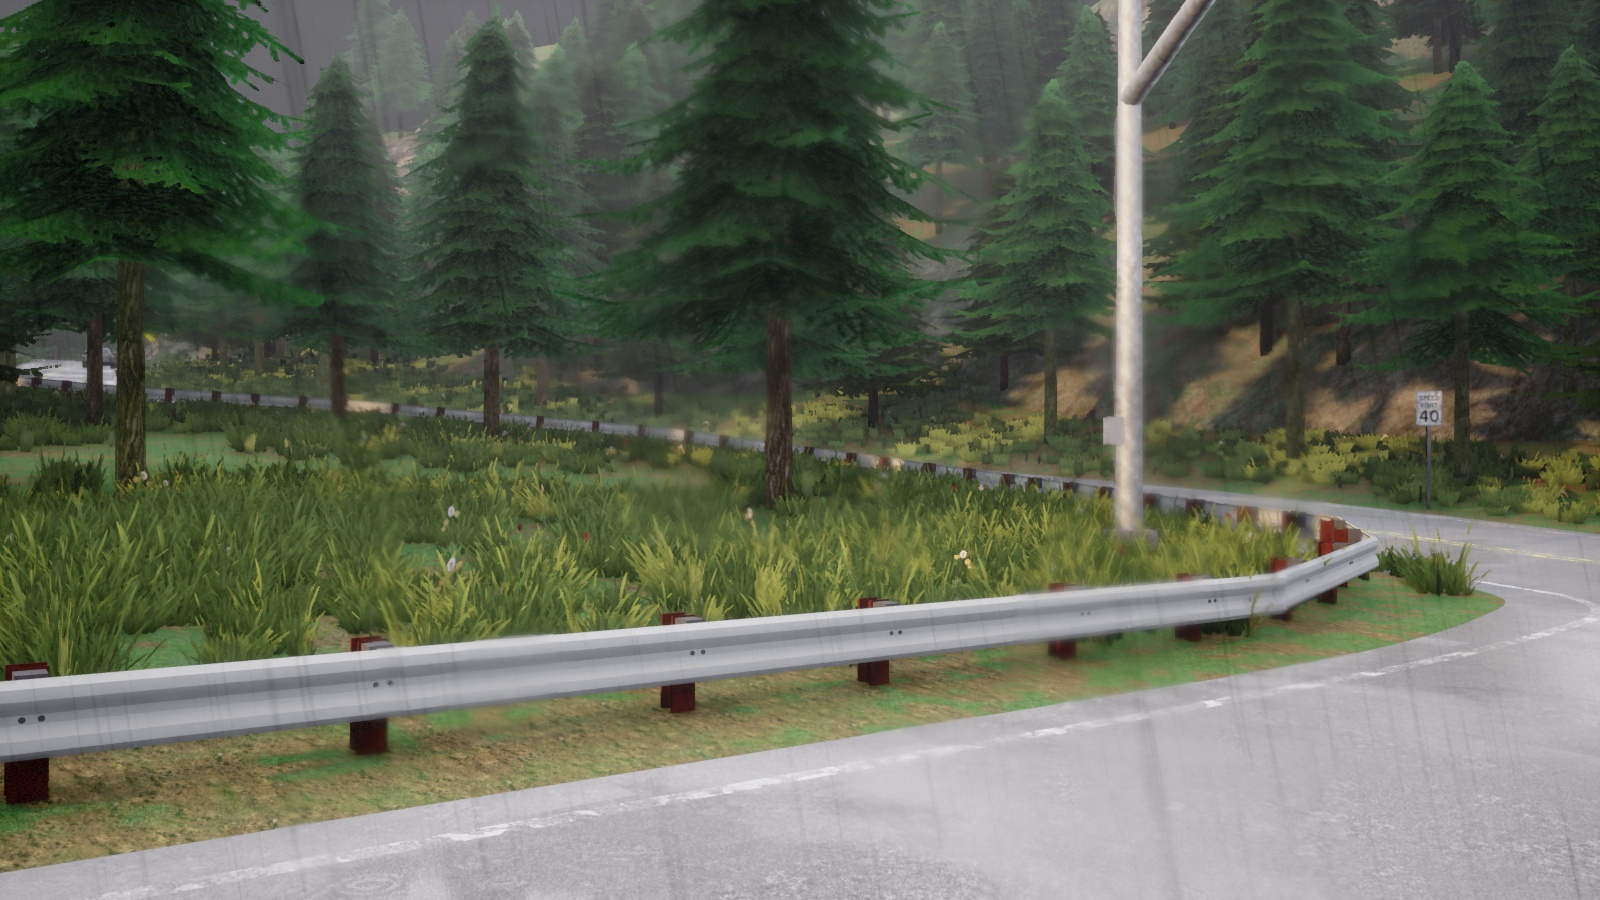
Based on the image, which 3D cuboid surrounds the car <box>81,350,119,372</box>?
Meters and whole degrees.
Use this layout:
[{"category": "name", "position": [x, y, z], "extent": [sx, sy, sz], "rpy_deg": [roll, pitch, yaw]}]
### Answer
[{"category": "car", "position": [-47.575, -6.076, 85.372], "extent": [1.994, 1.385, 4.181], "rpy_deg": [0, 5, -26]}]
